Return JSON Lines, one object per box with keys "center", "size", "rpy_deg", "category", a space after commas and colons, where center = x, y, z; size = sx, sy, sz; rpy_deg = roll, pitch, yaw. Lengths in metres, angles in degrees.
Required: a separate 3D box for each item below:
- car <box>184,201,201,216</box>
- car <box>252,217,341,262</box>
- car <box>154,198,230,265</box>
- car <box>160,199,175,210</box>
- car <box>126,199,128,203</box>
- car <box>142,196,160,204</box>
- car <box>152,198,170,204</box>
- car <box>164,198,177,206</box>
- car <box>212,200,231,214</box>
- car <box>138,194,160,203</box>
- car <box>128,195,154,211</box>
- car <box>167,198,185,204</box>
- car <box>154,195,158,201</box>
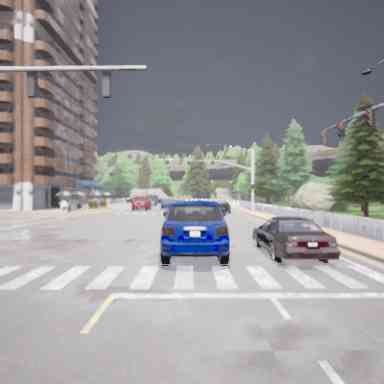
{"center": [0.066, 1.755, 36.799], "size": [1.812, 1.442, 4.674], "rpy_deg": [0, 0, 0], "category": "car"}
{"center": [3.587, 1.627, 12.393], "size": [2.033, 1.411, 5.357], "rpy_deg": [0, 0, 0], "category": "car"}
{"center": [0.087, 1.302, 12.116], "size": [2.150, 2.045, 5.566], "rpy_deg": [0, -1, 0], "category": "car"}
{"center": [-3.615, 1.789, 50.032], "size": [1.882, 1.535, 5.008], "rpy_deg": [0, 0, 0], "category": "car"}
{"center": [-14.630, 2.043, 84.550], "size": [4.674, 1.442, 1.812], "rpy_deg": [0, 0, 32], "category": "car"}
{"center": [-9.335, 1.821, 75.018], "size": [2.097, 1.767, 4.553], "rpy_deg": [0, 0, -34], "category": "car"}
{"center": [-7.326, 2.038, 78.109], "size": [1.994, 1.385, 4.181], "rpy_deg": [0, 0, -43], "category": "car"}
{"center": [-4.227, 1.960, 63.803], "size": [1.994, 1.385, 4.181], "rpy_deg": [0, 0, -11], "category": "car"}
{"center": [3.566, 1.731, 40.735], "size": [1.882, 1.535, 5.008], "rpy_deg": [0, 0, 0], "category": "car"}
{"center": [-11.248, 1.675, 86.483], "size": [5.566, 2.045, 2.150], "rpy_deg": [0, 0, 32], "category": "car"}
{"center": [-7.114, 1.515, 47.122], "size": [2.150, 2.045, 5.566], "rpy_deg": [0, 0, 0], "category": "car"}
{"center": [-3.854, 2.088, 79.373], "size": [1.895, 1.301, 4.718], "rpy_deg": [0, 0, -39], "category": "car"}
{"center": [-7.741, 1.887, 63.500], "size": [2.128, 1.511, 4.902], "rpy_deg": [0, 0, -12], "category": "car"}
